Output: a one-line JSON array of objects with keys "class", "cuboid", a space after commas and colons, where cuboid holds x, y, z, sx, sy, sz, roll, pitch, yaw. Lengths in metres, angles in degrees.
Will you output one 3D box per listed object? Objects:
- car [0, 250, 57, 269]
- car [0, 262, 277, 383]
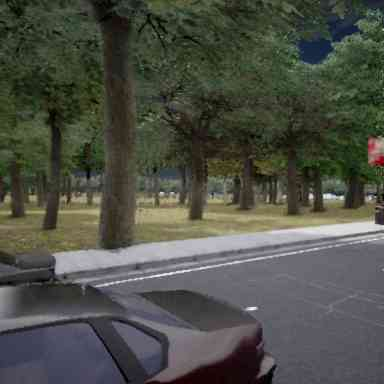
[{"class": "car", "cuboid": [-4.438, 1.473, 4.511, 5.008, 1.535, 1.882, 0, 0, -36]}, {"class": "car", "cuboid": [-1.724, 1.545, 2.456, 5.357, 1.411, 2.033, 0, 0, -35]}]
